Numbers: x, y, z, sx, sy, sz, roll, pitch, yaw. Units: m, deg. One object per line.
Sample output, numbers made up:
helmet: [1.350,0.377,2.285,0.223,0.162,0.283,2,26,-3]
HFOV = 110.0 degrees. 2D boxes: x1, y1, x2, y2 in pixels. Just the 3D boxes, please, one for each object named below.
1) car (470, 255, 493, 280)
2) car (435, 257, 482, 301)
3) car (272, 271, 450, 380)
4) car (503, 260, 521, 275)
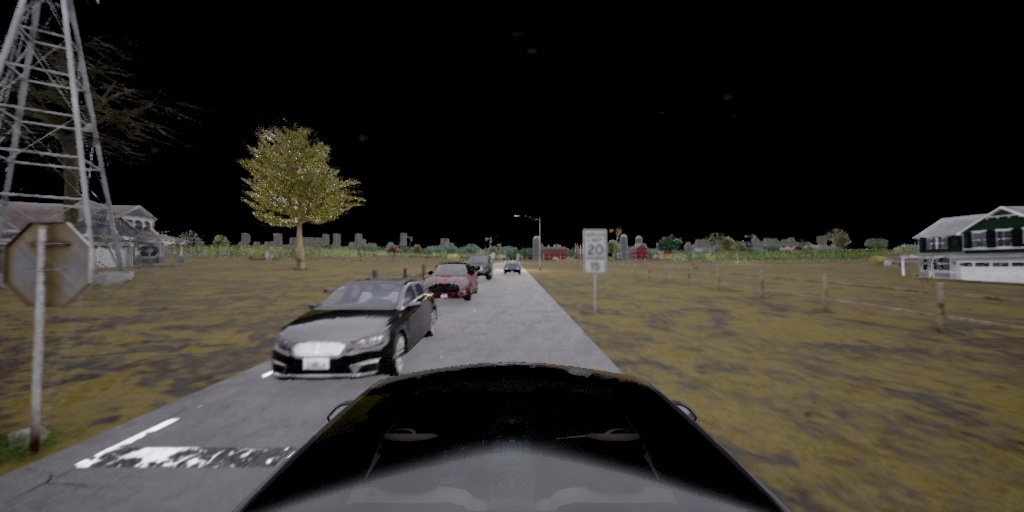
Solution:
car: [-2.805,0.944,30.857,2.150,2.045,5.566,0,0,1]
car: [-2.829,1.084,17.221,2.097,1.767,4.553,0,0,0]
car: [-2.792,1.236,7.445,2.128,1.511,4.902,0,0,-2]
car: [0.035,1.321,39.212,1.895,1.301,4.718,0,0,0]
